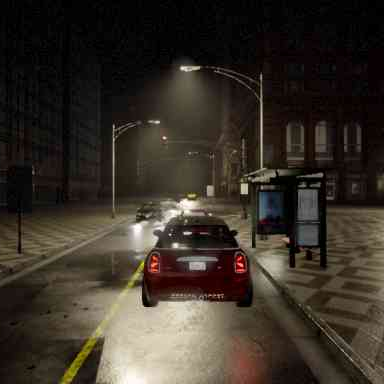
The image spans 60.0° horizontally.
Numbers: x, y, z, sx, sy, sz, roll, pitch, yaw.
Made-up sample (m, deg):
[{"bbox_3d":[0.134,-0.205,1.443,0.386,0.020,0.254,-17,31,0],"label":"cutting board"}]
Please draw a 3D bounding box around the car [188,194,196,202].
[{"bbox_3d":[-0.039,1.442,74.360,1.895,1.301,4.718,0,0,0],"label":"car"}]

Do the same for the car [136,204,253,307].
[{"bbox_3d":[0.096,1.352,8.126,2.097,1.767,4.553,0,0,0],"label":"car"}]

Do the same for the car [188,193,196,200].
[{"bbox_3d":[-0.044,1.127,84.335,1.882,1.535,5.008,0,0,0],"label":"car"}]

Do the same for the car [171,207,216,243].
[{"bbox_3d":[0.087,1.558,16.769,1.994,1.385,4.181,0,0,1],"label":"car"}]

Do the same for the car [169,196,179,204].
[{"bbox_3d":[-3.120,1.545,43.612,1.895,1.301,4.718,0,0,0],"label":"car"}]

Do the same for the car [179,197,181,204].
[{"bbox_3d":[-3.093,1.440,62.781,2.033,1.411,5.357,0,0,0],"label":"car"}]

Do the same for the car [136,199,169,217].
[{"bbox_3d":[-3.116,1.484,25.713,1.837,1.490,4.892,0,0,0],"label":"car"}]

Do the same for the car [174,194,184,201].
[{"bbox_3d":[-3.040,1.347,78.308,2.128,1.511,4.902,0,0,0],"label":"car"}]
